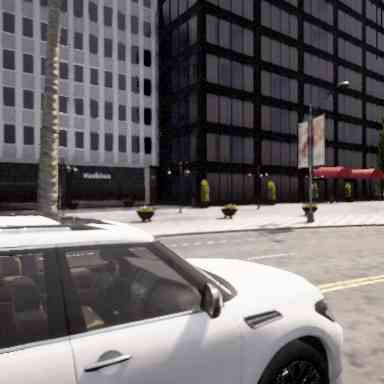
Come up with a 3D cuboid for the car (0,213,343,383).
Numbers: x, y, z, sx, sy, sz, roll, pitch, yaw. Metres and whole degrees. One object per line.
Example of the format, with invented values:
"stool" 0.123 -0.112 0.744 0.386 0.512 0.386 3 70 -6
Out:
"car" -1.145 1.213 2.784 5.566 2.045 2.150 0 0 -33
